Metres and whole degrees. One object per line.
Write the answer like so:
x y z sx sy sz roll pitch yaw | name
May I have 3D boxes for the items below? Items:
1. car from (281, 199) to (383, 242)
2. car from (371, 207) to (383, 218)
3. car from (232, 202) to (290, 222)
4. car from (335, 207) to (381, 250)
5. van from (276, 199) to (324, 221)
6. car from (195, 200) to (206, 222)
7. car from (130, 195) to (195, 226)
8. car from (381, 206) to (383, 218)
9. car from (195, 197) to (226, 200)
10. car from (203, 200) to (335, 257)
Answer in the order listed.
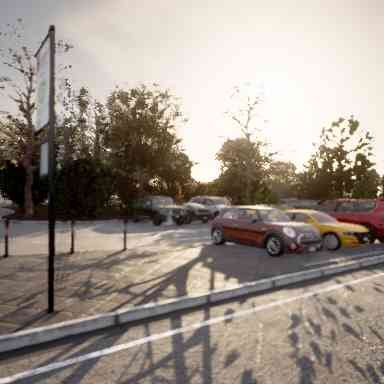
7.651 1.377 16.721 2.435 2.045 5.566 2 -1 -36 | car
27.744 2.989 46.238 2.002 1.452 4.674 4 -2 -36 | car
6.336 1.828 31.093 1.946 1.575 5.366 2 -1 -36 | car
5.300 1.564 14.983 2.097 1.535 5.008 2 -1 -36 | car
10.944 1.788 34.037 1.878 1.987 4.442 2 -1 -36 | van
-0.448 1.604 25.957 2.231 1.521 4.892 2 -1 -36 | car
-2.590 1.293 24.373 2.435 2.045 5.566 2 -1 -36 | car
30.294 2.986 48.130 2.185 1.767 4.553 4 -2 -35 | car
1.828 1.416 27.584 2.435 2.045 5.566 2 -1 -36 | car
2.832 1.373 13.221 2.185 1.767 4.553 2 -1 -36 | car
